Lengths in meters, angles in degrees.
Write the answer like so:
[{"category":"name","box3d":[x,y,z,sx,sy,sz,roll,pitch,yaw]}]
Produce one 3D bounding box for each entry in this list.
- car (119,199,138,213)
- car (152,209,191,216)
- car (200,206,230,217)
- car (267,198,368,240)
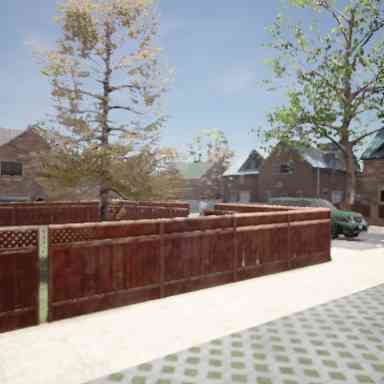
[{"category":"car","box3d":[-8.793,1.741,44.716,2.150,2.045,5.566,2,-2,-35]},{"category":"car","box3d":[-2.059,1.861,29.837,1.895,1.301,4.718,2,-2,-35]},{"category":"car","box3d":[2.654,1.764,28.225,1.882,1.535,5.008,2,-2,-35]},{"category":"car","box3d":[6.305,1.323,17.805,2.150,2.045,5.566,2,-2,-35]}]
